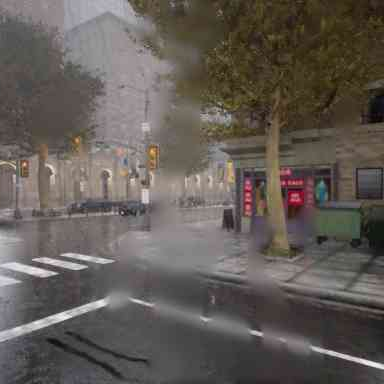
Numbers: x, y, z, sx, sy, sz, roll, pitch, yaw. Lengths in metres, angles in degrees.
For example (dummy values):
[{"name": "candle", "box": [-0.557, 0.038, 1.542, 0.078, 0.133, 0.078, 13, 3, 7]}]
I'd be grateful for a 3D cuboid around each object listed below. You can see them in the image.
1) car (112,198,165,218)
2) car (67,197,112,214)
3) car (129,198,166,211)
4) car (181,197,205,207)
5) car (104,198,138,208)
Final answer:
[{"name": "car", "box": [-4.518, 1.505, 30.283, 1.837, 1.490, 4.892, 0, 0, 36]}, {"name": "car", "box": [-10.931, 1.352, 35.423, 2.097, 1.767, 4.553, 0, 0, 36]}, {"name": "car", "box": [-5.639, 1.505, 42.739, 1.837, 1.490, 4.892, 0, 0, 36]}, {"name": "car", "box": [0.183, 1.505, 50.778, 1.837, 1.490, 4.892, 0, 0, 36]}, {"name": "car", "box": [-10.121, 1.595, 47.893, 1.895, 1.301, 4.718, 0, 0, 36]}]
